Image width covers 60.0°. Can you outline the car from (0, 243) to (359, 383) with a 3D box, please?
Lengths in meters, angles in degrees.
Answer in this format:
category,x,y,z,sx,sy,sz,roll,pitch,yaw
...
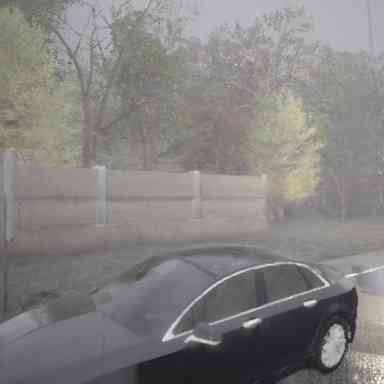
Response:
category,x,y,z,sx,sy,sz,roll,pitch,yaw
car,0.131,1.488,4.064,4.892,1.490,1.837,1,1,-36
